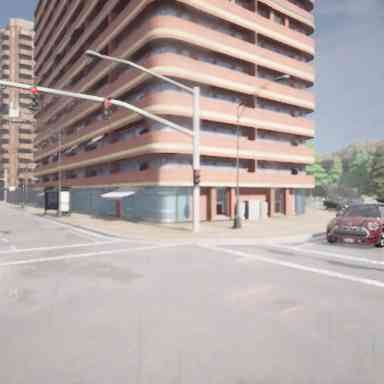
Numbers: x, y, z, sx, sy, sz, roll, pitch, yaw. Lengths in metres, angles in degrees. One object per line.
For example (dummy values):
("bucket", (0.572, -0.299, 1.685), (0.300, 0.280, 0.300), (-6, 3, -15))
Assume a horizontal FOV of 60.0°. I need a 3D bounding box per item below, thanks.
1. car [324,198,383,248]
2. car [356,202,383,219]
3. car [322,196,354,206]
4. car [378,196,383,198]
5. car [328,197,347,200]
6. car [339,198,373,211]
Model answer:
("car", (7.754, 1.343, 14.961), (2.097, 1.767, 4.553), (0, 0, 42))
("car", (16.627, 1.629, 30.529), (1.895, 1.301, 4.718), (0, 0, 15))
("car", (24.895, 1.565, 56.850), (1.882, 1.535, 5.008), (0, 0, -26))
("car", (24.110, 1.590, 46.327), (1.812, 1.442, 4.674), (0, 0, -9))
("car", (17.913, 1.542, 40.606), (2.128, 1.511, 4.902), (0, 0, -1))
("car", (21.222, 1.583, 43.267), (1.812, 1.442, 4.674), (0, 0, -5))
